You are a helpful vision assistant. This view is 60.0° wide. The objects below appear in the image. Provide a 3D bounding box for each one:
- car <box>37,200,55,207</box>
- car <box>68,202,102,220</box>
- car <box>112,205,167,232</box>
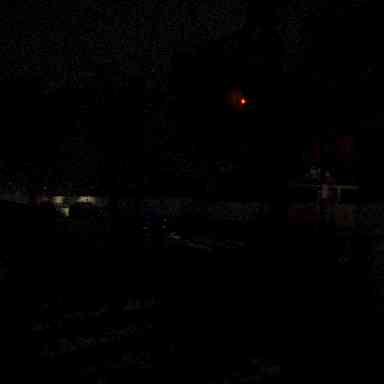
[{"bbox_3d":[-20.072,1.775,45.431,1.994,1.385,4.181,1,-1,-34],"label":"car"},{"bbox_3d":[-9.733,1.626,30.133,1.882,1.535,5.008,1,-1,-34],"label":"car"},{"bbox_3d":[-3.347,1.591,20.741,1.882,1.535,5.008,1,-1,-34],"label":"car"}]
